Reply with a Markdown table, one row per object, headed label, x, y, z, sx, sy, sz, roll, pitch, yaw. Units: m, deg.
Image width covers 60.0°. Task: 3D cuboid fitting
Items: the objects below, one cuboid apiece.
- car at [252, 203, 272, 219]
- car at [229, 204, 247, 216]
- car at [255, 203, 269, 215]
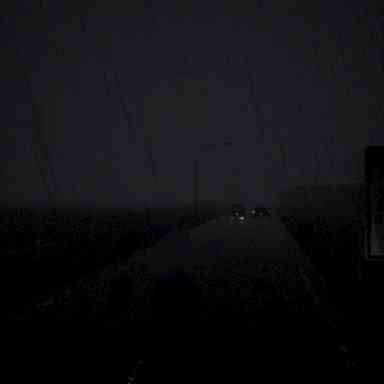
| label | x | y | z | sx | sy | sz | roll | pitch | yaw |
| --- | --- | --- | --- | --- | --- | --- | --- | --- | --- |
| car | 7.421 | 2.067 | 35.299 | 1.812 | 1.442 | 4.674 | 1 | -1 | 13 |
| car | 5.623 | 2.128 | 40.253 | 2.033 | 1.411 | 5.357 | 1 | -1 | 12 |
| car | 9.557 | 2.215 | 45.453 | 1.812 | 1.442 | 4.674 | 1 | -1 | 12 |
